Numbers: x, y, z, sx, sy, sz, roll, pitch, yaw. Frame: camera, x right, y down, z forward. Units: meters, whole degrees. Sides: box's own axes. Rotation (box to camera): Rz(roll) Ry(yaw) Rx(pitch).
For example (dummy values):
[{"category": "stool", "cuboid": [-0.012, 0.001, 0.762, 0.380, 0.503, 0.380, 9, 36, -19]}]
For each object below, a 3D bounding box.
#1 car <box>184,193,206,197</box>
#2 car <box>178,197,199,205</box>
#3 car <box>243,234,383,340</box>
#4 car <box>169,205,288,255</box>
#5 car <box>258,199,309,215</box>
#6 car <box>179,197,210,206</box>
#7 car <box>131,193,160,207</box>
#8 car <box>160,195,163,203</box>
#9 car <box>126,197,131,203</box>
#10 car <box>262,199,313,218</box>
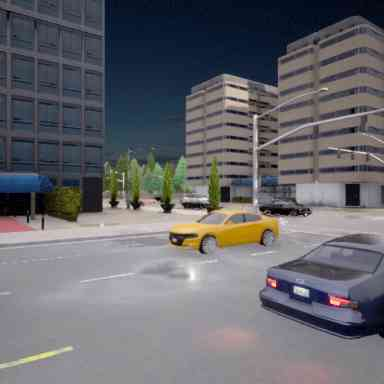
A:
[{"category": "car", "cuboid": [0.848, 1.223, 47.191, 2.150, 2.045, 5.566, 0, 0, -35]}, {"category": "car", "cuboid": [-0.647, 1.564, 61.855, 1.994, 1.385, 4.181, 0, 0, -34]}, {"category": "car", "cuboid": [3.702, 1.547, 6.462, 5.357, 1.411, 2.033, 0, 0, -35]}, {"category": "car", "cuboid": [1.408, 1.477, 13.521, 5.008, 1.535, 1.882, 0, 0, -35]}, {"category": "car", "cuboid": [9.505, 1.491, 34.833, 2.128, 1.511, 4.902, 0, 0, -35]}, {"category": "car", "cuboid": [0.844, 1.601, 41.092, 1.895, 1.301, 4.718, 0, 0, -35]}, {"category": "car", "cuboid": [-7.458, 1.351, 52.963, 2.097, 1.767, 4.553, 0, 0, -35]}, {"category": "car", "cuboid": [-6.367, 1.223, 69.982, 2.150, 2.045, 5.566, 0, 0, -35]}, {"category": "car", "cuboid": [-10.965, 1.601, 64.178, 1.895, 1.301, 4.718, 0, 0, -35]}, {"category": "car", "cuboid": [8.503, 1.601, 30.165, 1.895, 1.301, 4.718, 0, 0, -35]}]
